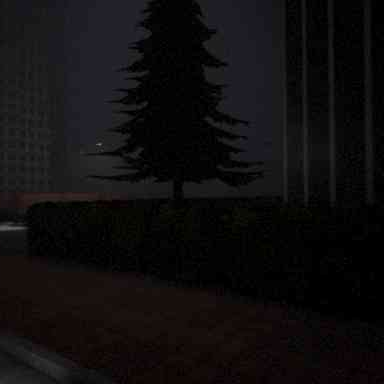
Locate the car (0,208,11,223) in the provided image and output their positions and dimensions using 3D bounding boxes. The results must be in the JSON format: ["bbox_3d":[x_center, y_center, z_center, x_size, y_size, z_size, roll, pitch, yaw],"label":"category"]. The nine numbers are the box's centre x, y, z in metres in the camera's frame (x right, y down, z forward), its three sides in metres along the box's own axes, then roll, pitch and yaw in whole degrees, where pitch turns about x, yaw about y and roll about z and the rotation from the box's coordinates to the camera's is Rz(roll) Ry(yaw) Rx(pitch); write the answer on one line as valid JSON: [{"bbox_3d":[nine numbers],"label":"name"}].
[{"bbox_3d":[-16.181,1.961,27.041,1.994,1.385,4.181,-1,0,35],"label":"car"}]

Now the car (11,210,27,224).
[{"bbox_3d":[-11.681,1.861,27.330,1.837,1.490,4.892,-1,0,35],"label":"car"}]
